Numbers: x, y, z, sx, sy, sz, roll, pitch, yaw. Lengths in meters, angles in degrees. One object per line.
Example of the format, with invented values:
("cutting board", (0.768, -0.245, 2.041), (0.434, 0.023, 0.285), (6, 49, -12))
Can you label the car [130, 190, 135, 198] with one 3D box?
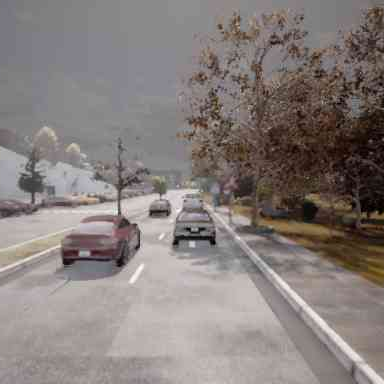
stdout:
("car", (-16.799, 0.809, 78.874), (5.008, 1.535, 2.097), (-1, 2, -20))

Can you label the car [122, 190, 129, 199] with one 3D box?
("car", (-16.843, 0.806, 72.862), (4.553, 1.767, 2.185), (-1, 1, -20))

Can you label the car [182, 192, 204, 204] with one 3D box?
("car", (0.107, 1.051, 35.712), (2.150, 2.045, 5.566), (0, 0, 0))

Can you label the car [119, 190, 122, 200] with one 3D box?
("car", (-16.847, 0.835, 63.849), (5.566, 2.045, 2.435), (-1, 1, -20))

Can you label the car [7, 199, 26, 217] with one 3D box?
("car", (-16.842, 1.408, 27.831), (4.674, 1.452, 2.002), (-1, 1, -20))

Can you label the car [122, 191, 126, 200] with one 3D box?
("car", (-16.816, 1.031, 69.876), (4.674, 1.452, 2.002), (-1, 1, -20))

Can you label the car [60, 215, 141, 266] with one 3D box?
("car", (-2.911, 1.493, 11.307), (1.812, 1.442, 4.674), (0, 0, 0))

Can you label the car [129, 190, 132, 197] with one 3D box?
("car", (-16.811, 0.912, 75.875), (4.674, 1.452, 2.002), (-1, 1, -20))

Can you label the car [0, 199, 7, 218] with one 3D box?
("car", (-16.821, 1.259, 24.858), (4.553, 1.767, 2.185), (-1, 1, -20))

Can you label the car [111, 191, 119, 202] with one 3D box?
("car", (-16.648, 1.121, 60.925), (5.366, 1.575, 1.946), (-1, 0, -20))

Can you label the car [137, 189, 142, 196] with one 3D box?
("car", (-16.778, 0.364, 87.887), (5.566, 2.045, 2.435), (-1, 1, -20))

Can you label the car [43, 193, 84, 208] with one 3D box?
("car", (-16.809, 1.311, 42.855), (4.792, 1.488, 2.163), (-1, 0, -20))

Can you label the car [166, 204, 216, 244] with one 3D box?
("car", (0.103, 1.491, 15.477), (2.033, 1.411, 5.357), (0, 0, 0))

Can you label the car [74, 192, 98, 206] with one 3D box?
("car", (-17.002, 1.245, 48.779), (5.366, 1.575, 1.946), (-1, 1, -20))

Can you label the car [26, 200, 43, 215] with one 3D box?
("car", (-16.819, 1.380, 30.850), (4.792, 1.488, 2.163), (-1, 0, -20))

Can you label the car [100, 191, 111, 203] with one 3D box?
("car", (-16.803, 0.947, 54.869), (5.566, 2.045, 2.435), (-1, 0, -20))

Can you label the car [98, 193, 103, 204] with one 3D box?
("car", (-16.832, 1.262, 51.852), (4.674, 1.452, 2.002), (-1, 0, -20))

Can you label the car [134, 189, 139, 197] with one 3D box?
("car", (-16.775, 0.707, 84.890), (4.792, 1.488, 2.163), (-1, 1, -20))

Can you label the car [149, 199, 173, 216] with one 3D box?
("car", (-2.894, 1.404, 31.184), (2.033, 1.411, 5.357), (0, 0, 0))

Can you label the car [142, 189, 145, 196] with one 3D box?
("car", (-16.967, 0.495, 93.809), (5.366, 1.575, 1.946), (-1, 1, -20))
